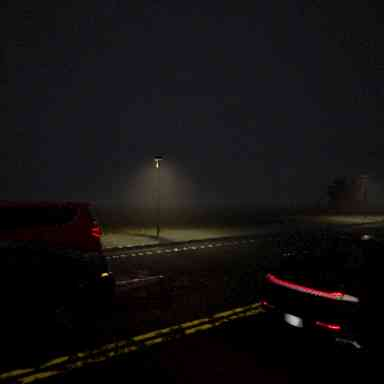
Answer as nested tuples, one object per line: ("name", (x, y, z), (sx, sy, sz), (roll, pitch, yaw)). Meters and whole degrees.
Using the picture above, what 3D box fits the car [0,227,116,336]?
("car", (-3.518, 1.527, 5.167), (4.674, 1.442, 1.812), (0, 0, -36))

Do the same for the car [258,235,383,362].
("car", (3.311, 1.531, 5.918), (4.902, 1.511, 2.128), (1, 0, -37))

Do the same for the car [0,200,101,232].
("car", (-5.000, 1.227, 8.107), (5.566, 2.045, 2.150), (1, 0, -36))
